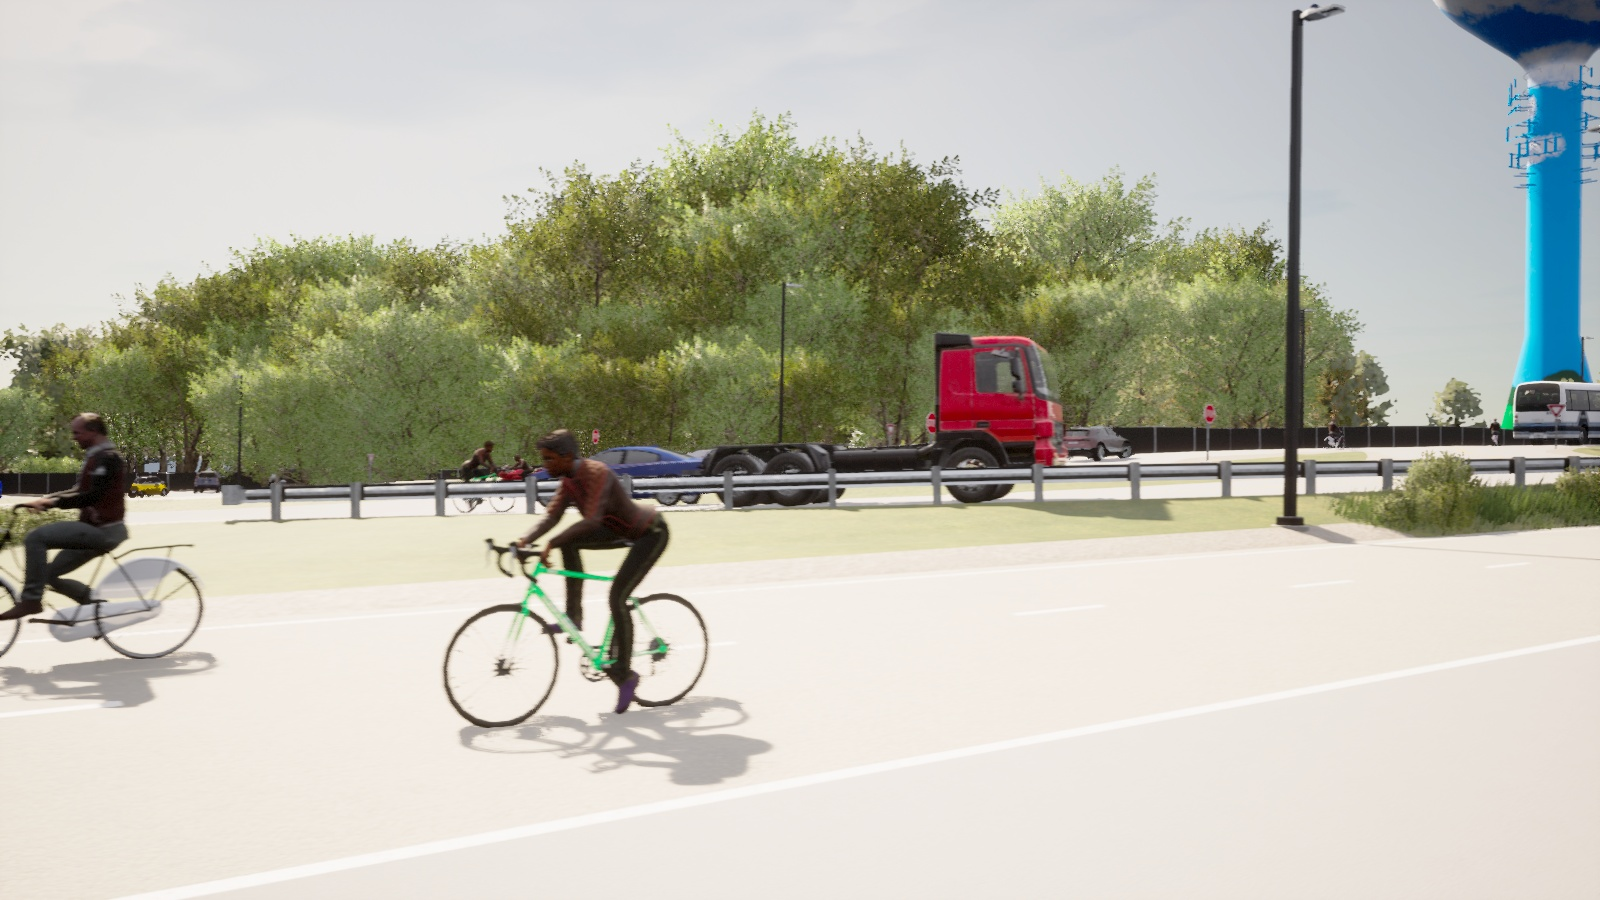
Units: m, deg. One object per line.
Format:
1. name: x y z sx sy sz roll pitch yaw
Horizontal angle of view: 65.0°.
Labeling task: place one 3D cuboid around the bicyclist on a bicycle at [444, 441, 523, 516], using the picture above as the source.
1. bicyclist on a bicycle: -7.120 0.651 28.248 1.656 1.620 0.582 -2 -2 19

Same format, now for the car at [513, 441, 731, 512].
1. car: -4.429 0.684 31.451 5.008 1.535 1.882 -2 -2 13

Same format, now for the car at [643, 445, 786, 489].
1. car: -3.372 0.641 50.310 5.357 1.411 2.033 -3 2 -33

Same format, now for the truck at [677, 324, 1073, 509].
1. truck: 1.632 -0.586 27.031 7.936 3.462 2.891 -2 -1 18

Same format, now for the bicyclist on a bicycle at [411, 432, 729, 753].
1. bicyclist on a bicycle: -1.260 0.716 7.046 1.656 1.620 0.582 0 0 -35

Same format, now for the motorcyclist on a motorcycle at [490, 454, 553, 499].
1. motorcyclist on a motorcycle: -10.143 0.951 45.716 2.044 1.523 0.797 -3 1 -34

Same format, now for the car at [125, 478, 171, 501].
1. car: -41.824 2.511 80.586 1.481 1.376 2.207 0 0 21

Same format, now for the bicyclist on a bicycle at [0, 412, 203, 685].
1. bicyclist on a bicycle: -5.157 0.645 8.599 1.843 1.776 0.659 0 0 -35

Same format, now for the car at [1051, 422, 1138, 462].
1. car: 13.859 -0.393 58.851 2.033 1.649 4.856 -2 1 38
